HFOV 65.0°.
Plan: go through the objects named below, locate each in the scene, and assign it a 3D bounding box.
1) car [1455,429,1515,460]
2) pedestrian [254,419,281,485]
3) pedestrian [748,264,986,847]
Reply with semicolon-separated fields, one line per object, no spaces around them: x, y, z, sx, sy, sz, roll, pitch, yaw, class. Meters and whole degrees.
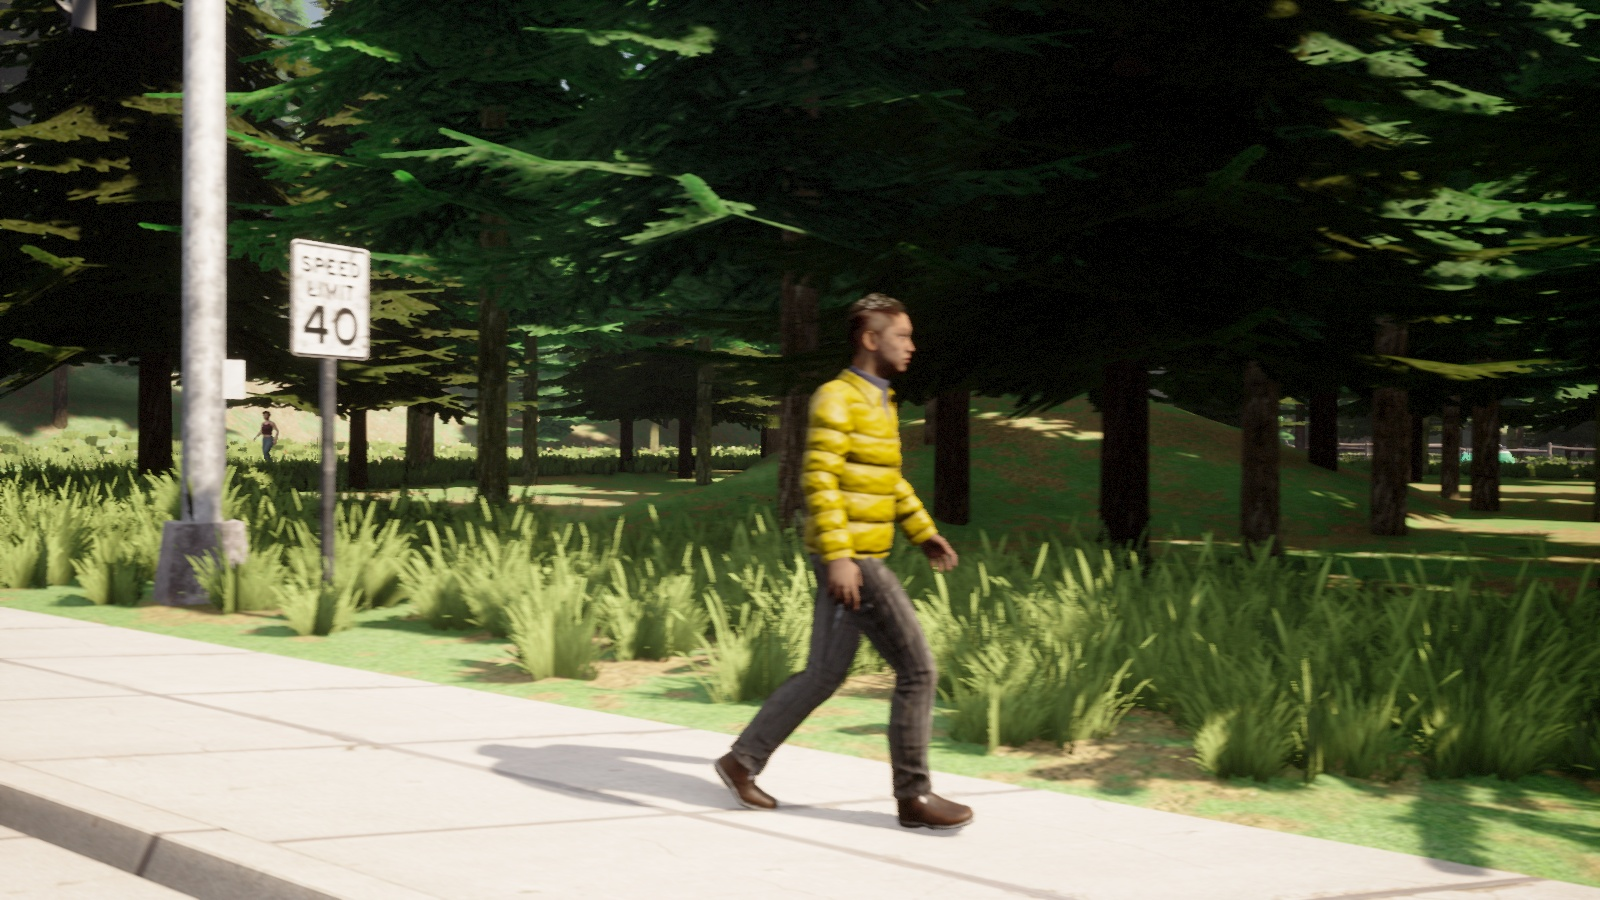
30.460;-0.250;55.843;2.207;1.376;1.481;0;1;34;car
-14.954;0.048;35.299;0.345;1.836;0.594;0;1;25;pedestrian
0.238;0.333;4.263;0.709;1.840;0.431;0;1;17;pedestrian
